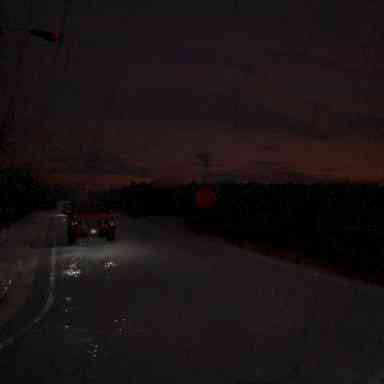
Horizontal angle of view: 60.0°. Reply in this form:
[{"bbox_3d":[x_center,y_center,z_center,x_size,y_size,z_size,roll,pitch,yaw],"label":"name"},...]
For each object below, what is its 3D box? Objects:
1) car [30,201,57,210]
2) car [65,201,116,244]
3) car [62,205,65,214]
[{"bbox_3d":[-26.729,2.437,59.102,5.008,1.535,1.882,0,-1,-13],"label":"car"},{"bbox_3d":[-5.576,1.503,18.051,2.150,2.045,5.566,0,-1,-22],"label":"car"},{"bbox_3d":[-16.689,2.252,45.454,1.812,1.442,4.674,0,-1,-22],"label":"car"}]
